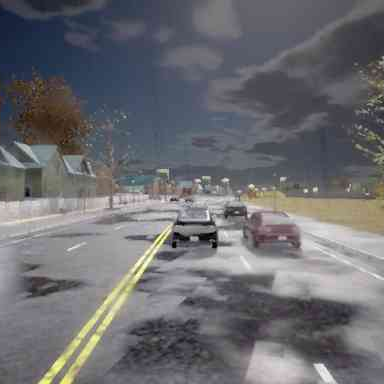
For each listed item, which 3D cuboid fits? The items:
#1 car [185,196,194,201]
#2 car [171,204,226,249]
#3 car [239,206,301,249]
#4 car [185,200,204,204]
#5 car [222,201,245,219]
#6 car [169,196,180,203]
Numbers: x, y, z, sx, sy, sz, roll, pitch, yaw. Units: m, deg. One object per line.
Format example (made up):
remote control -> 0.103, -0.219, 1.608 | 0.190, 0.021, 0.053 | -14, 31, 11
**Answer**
car -> -0.463, 1.535, 70.993 | 2.033, 1.411, 5.357 | 0, 0, 4
car -> 0.123, 1.502, 14.600 | 2.128, 1.511, 4.902 | 0, 0, 1
car -> 3.372, 1.539, 14.546 | 1.812, 1.442, 4.674 | 0, 0, 1
car -> 0.492, 1.639, 29.601 | 1.895, 1.301, 4.718 | 0, 0, 2
car -> 3.739, 1.505, 29.465 | 1.882, 1.535, 5.008 | 0, 0, 2
car -> -3.704, 1.595, 71.229 | 1.895, 1.301, 4.718 | 0, 0, 4
